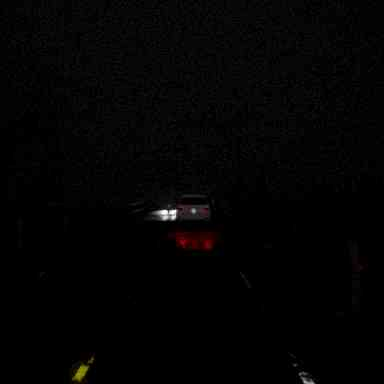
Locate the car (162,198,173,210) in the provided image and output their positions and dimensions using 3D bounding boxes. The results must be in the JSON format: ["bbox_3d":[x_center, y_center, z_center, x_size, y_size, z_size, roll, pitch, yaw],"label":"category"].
[{"bbox_3d":[-2.750,1.483,42.577,2.128,1.511,4.902,0,0,0],"label":"car"}]

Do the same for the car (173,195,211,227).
[{"bbox_3d":[0.101,1.212,22.879,2.150,2.045,5.566,0,0,0],"label":"car"}]

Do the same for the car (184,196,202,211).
[{"bbox_3d":[0.100,1.342,40.758,2.097,1.767,4.553,0,0,0],"label":"car"}]
